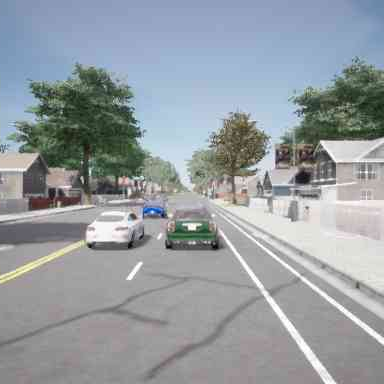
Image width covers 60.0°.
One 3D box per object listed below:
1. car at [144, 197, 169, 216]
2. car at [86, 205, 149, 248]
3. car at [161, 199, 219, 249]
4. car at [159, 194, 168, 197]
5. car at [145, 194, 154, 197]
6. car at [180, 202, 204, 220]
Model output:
[{"bbox_3d":[-3.250,1.485,29.650,1.882,1.535,5.008,0,0,0],"label":"car"},{"bbox_3d":[-3.249,1.532,14.649,1.812,1.442,4.674,0,0,0],"label":"car"},{"bbox_3d":[0.000,1.365,14.620,2.097,1.767,4.553,0,0,0],"label":"car"},{"bbox_3d":[-6.500,1.300,76.748,2.097,1.767,4.553,0,0,0],"label":"car"},{"bbox_3d":[-9.750,1.300,76.748,2.097,1.767,4.553,0,0,0],"label":"car"},{"bbox_3d":[0.000,1.616,29.680,1.895,1.301,4.718,0,0,0],"label":"car"}]
